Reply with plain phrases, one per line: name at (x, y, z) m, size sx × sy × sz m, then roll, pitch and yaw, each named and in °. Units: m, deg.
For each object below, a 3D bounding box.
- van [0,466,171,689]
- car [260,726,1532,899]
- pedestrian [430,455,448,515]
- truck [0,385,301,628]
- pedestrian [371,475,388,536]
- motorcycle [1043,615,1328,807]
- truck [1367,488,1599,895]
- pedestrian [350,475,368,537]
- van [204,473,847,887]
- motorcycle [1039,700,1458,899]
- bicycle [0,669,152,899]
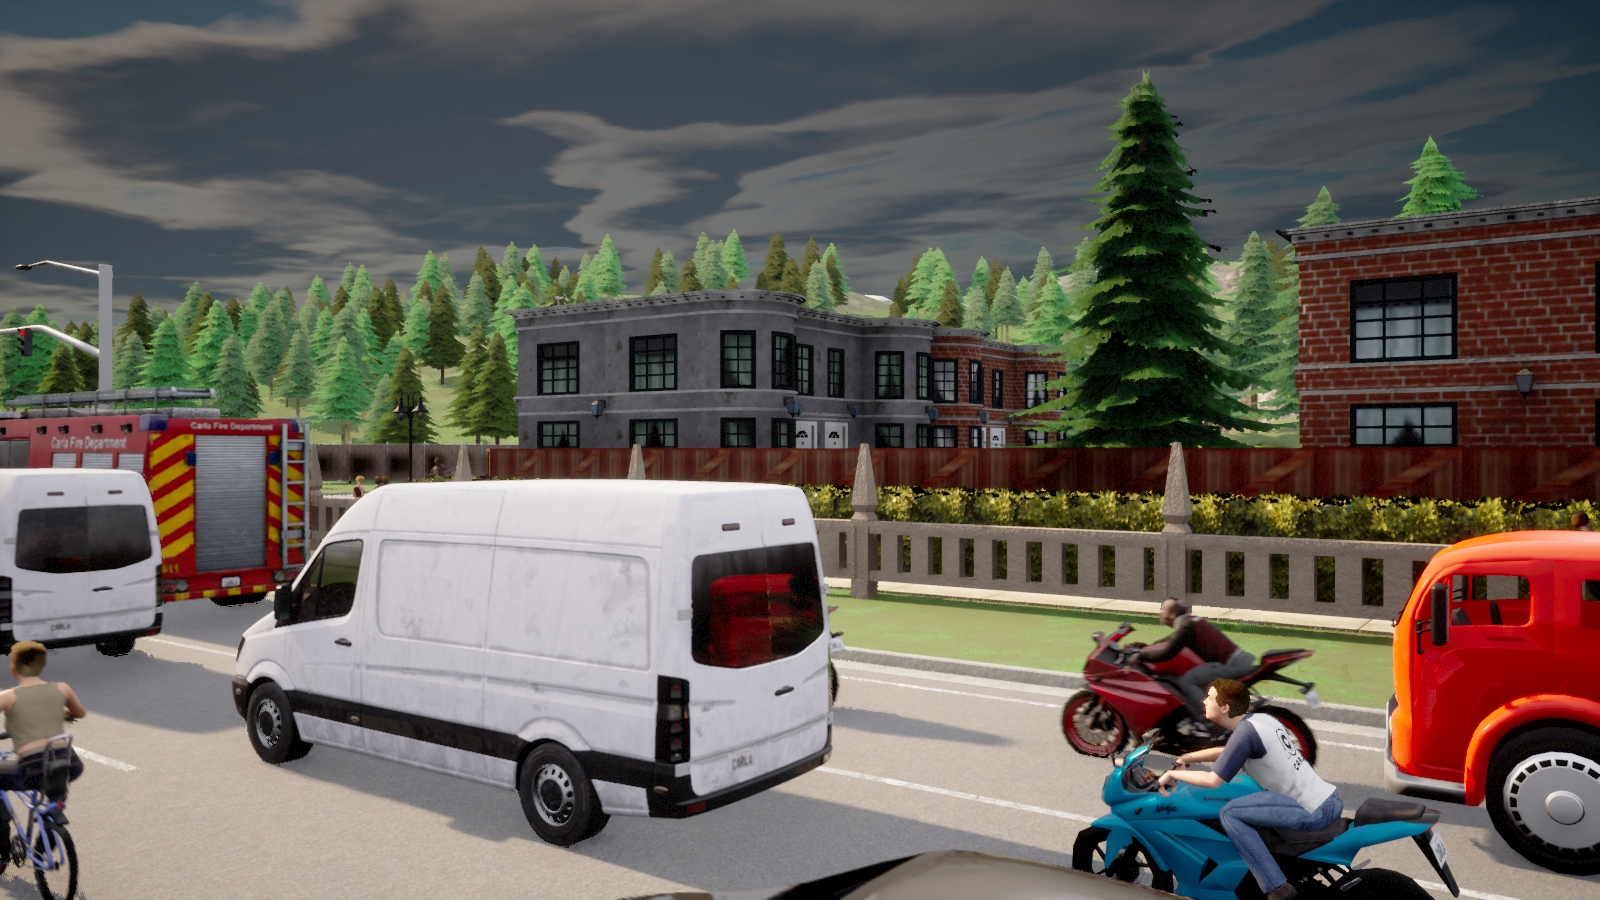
van at (-11.299, 1.535, 15.967) m, size 5.915 × 2.561 × 1.988 m, roll 0°, pitch 0°, yaw 35°
car at (0.350, 2.066, 3.541) m, size 4.193 × 1.474 × 1.816 m, roll 0°, pitch 0°, yaw 35°
pedestrian at (-11.182, 1.071, 35.411) m, size 0.375 × 1.860 × 0.375 m, roll 0°, pitch 0°, yaw 36°
truck at (-13.169, 0.890, 21.547) m, size 8.468 × 3.827 × 2.891 m, roll 0°, pitch 0°, yaw 35°
pedestrian at (-12.877, 1.695, 34.981) m, size 0.375 × 1.860 × 0.375 m, roll 0°, pitch 0°, yaw -38°
motorcycle at (3.348, 2.205, 10.026) m, size 2.209 × 1.251 × 0.867 m, roll 0°, pitch -1°, yaw 35°
truck at (6.833, 1.568, 7.555) m, size 5.204 × 2.467 × 2.627 m, roll 0°, pitch 0°, yaw 35°
pedestrian at (-13.405, 1.696, 34.751) m, size 0.375 × 1.860 × 0.375 m, roll 0°, pitch 0°, yaw 37°
van at (-2.623, 1.535, 9.888) m, size 5.915 × 2.561 × 1.988 m, roll 0°, pitch 0°, yaw 35°
motorcycle at (2.445, 2.186, 6.345) m, size 2.033 × 1.199 × 0.803 m, roll 0°, pitch 0°, yaw 35°
bicycle at (-4.903, 2.159, 7.209) m, size 1.487 × 1.277 × 0.859 m, roll -1°, pitch -1°, yaw 35°
